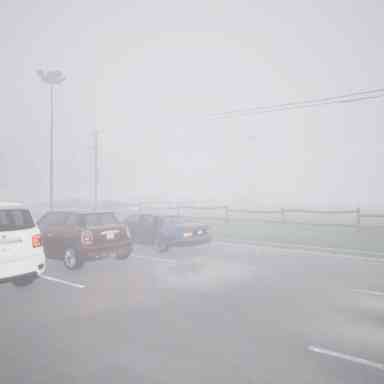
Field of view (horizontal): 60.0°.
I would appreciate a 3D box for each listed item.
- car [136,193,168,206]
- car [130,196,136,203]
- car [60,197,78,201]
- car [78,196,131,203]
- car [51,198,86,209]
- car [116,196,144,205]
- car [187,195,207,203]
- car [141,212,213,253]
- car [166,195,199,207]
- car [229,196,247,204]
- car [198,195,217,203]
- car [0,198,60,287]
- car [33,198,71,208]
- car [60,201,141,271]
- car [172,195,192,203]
[{"bbox_3d":[-6.149,1.223,55.966,2.150,2.045,5.566,0,0,36],"label":"car"},{"bbox_3d":[-8.099,1.504,59.217,1.837,1.490,4.892,0,0,36],"label":"car"},{"bbox_3d":[-15.554,1.477,43.036,1.882,1.535,5.008,0,0,35],"label":"car"},{"bbox_3d":[-10.066,1.547,38.691,2.033,1.411,5.357,0,0,35],"label":"car"},{"bbox_3d":[-17.282,1.563,46.648,1.994,1.385,4.181,0,0,36],"label":"car"},{"bbox_3d":[-11.219,1.491,60.872,2.128,1.511,4.902,0,0,36],"label":"car"},{"bbox_3d":[1.028,1.498,71.567,1.837,1.490,4.892,0,0,36],"label":"car"},{"bbox_3d":[-1.740,1.547,13.782,5.357,1.411,2.033,0,0,36],"label":"car"},{"bbox_3d":[-1.393,1.600,50.621,1.895,1.301,4.718,0,0,36],"label":"car"},{"bbox_3d":[8.982,1.505,64.727,1.837,1.490,4.892,0,0,37],"label":"car"},{"bbox_3d":[3.295,1.354,68.748,2.097,1.767,4.553,0,0,36],"label":"car"},{"bbox_3d":[-5.845,1.221,8.109,5.566,2.045,2.150,0,0,36],"label":"car"},{"bbox_3d":[-20.322,1.600,48.411,1.895,1.301,4.718,0,0,36],"label":"car"},{"bbox_3d":[-4.176,1.352,11.222,4.553,1.767,2.097,0,0,36],"label":"car"},{"bbox_3d":[-2.174,1.499,73.119,1.837,1.490,4.892,0,0,36],"label":"car"}]
